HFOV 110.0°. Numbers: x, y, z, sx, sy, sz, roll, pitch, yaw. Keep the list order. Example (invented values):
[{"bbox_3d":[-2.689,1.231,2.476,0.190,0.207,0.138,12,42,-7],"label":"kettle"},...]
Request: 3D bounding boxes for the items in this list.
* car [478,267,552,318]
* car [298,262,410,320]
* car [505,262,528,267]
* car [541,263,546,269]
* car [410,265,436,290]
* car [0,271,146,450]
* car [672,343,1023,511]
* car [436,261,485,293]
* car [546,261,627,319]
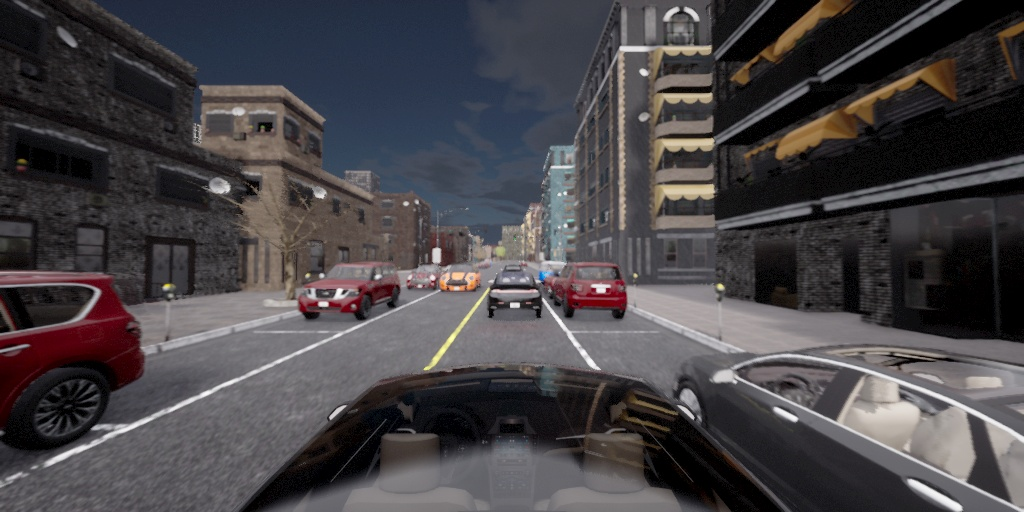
[{"bbox_3d":[0.097,1.332,13.537,2.128,1.511,4.902,0,0,0],"label":"car"},{"bbox_3d":[-5.687,1.153,13.305,2.192,1.841,5.009,0,0,0],"label":"car"},{"bbox_3d":[0.100,1.462,29.007,1.837,1.490,4.892,0,0,0],"label":"car"},{"bbox_3d":[2.694,1.319,18.704,1.967,1.591,4.097,0,0,0],"label":"car"},{"bbox_3d":[-5.685,1.360,24.120,1.967,1.591,4.097,0,0,0],"label":"car"},{"bbox_3d":[-5.688,1.071,2.491,2.192,1.841,5.009,0,0,0],"label":"car"},{"bbox_3d":[2.692,1.306,2.483,2.007,1.370,4.403,0,0,0],"label":"car"},{"bbox_3d":[-3.092,1.259,22.364,2.097,1.767,4.553,0,0,0],"label":"car"},{"bbox_3d":[2.694,1.153,13.297,2.192,1.841,5.009,0,0,0],"label":"car"}]
